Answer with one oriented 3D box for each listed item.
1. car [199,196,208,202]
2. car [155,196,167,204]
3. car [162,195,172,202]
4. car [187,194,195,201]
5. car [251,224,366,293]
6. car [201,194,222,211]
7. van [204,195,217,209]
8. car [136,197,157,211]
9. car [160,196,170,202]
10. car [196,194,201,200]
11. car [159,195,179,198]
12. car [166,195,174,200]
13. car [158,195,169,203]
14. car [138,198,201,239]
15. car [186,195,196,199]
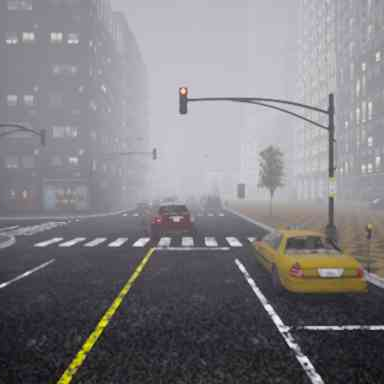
[{"bbox_3d":[2.450,1.530,74.108,1.887,1.381,4.507,0,0,0],"label":"car"},{"bbox_3d":[-5.894,1.522,63.027,1.887,1.381,4.507,0,0,0],"label":"car"},{"bbox_3d":[-5.948,1.429,79.608,1.967,1.590,4.097,0,0,0],"label":"car"},{"bbox_3d":[-0.255,1.381,80.134,1.882,1.535,5.008,0,0,0],"label":"car"},{"bbox_3d":[2.659,1.516,8.706,1.752,1.417,4.829,0,0,0],"label":"car"},{"bbox_3d":[2.555,1.287,40.949,2.192,1.841,5.009,0,0,0],"label":"car"},{"bbox_3d":[2.537,1.313,46.475,1.690,1.788,3.998,0,0,0],"label":"van"},{"bbox_3d":[-5.823,1.523,40.922,2.008,1.369,4.403,0,0,0],"label":"car"},{"bbox_3d":[-5.930,1.567,74.082,1.802,1.307,4.206,0,0,0],"label":"car"},{"bbox_3d":[2.485,1.293,63.054,2.192,1.841,5.009,0,0,0],"label":"car"},{"bbox_3d":[-3.244,1.449,47.831,1.882,1.535,5.008,0,0,0],"label":"car"},{"bbox_3d":[-5.982,1.525,90.492,1.752,1.417,4.829,0,0,0],"label":"car"},{"bbox_3d":[-5.913,1.421,68.555,1.967,1.590,4.097,0,0,0],"label":"car"},{"bbox_3d":[-1.364,1.372,17.800,2.097,1.767,4.553,-1,0,-17],"label":"car"},{"bbox_3d":[-0.223,1.535,70.133,1.994,1.385,4.181,0,0,0],"label":"car"}]
